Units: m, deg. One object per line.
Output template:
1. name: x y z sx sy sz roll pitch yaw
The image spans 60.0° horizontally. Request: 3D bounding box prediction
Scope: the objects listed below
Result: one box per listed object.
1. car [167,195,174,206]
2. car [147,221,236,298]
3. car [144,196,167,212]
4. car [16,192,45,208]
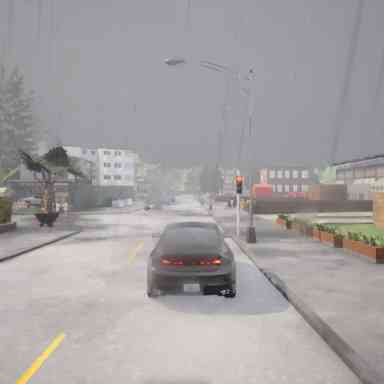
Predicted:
1. car: -4.555 1.478 55.940 1.882 1.535 5.008 0 0 0
2. car: -0.008 1.505 8.495 1.837 1.490 4.892 0 0 0
3. car: -4.425 1.491 38.862 2.128 1.511 4.902 0 0 0
4. car: -20.111 0.986 42.178 1.905 1.878 3.866 0 0 35
